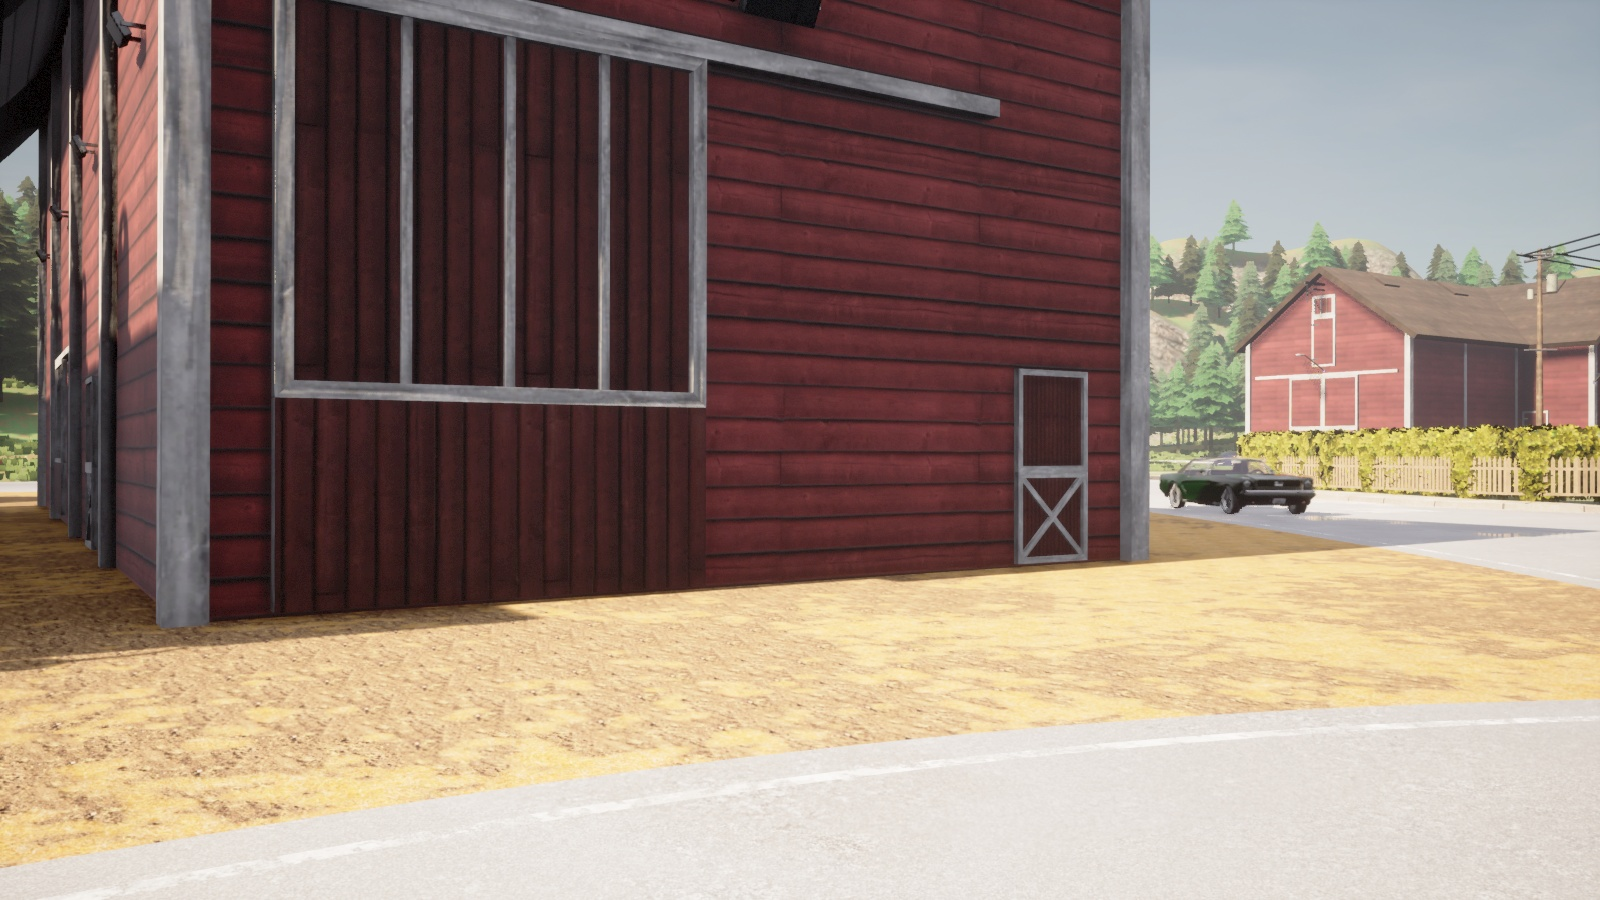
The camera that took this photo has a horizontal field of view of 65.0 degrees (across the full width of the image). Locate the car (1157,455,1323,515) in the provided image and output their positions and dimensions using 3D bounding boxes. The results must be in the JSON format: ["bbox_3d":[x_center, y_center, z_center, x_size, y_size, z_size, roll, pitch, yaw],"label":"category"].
[{"bbox_3d":[10.473,0.790,30.328,1.895,1.301,4.718,0,0,-7],"label":"car"}]
